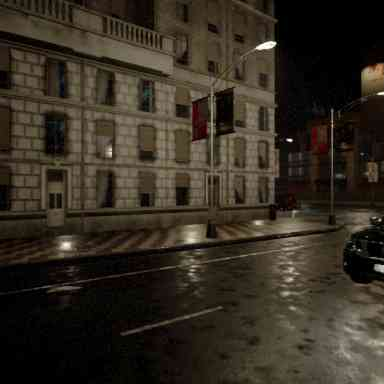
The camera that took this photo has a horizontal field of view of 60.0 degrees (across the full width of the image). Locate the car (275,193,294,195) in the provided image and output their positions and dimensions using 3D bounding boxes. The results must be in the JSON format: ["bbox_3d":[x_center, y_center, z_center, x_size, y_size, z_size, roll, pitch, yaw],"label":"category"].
[{"bbox_3d":[15.353,1.221,57.480,2.150,2.045,5.566,0,0,-37],"label":"car"}]

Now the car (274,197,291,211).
[{"bbox_3d":[9.117,1.600,40.392,1.895,1.301,4.718,0,0,-36],"label":"car"}]

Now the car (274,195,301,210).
[{"bbox_3d":[11.741,1.525,42.731,1.812,1.442,4.674,0,0,-36],"label":"car"}]

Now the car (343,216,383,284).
[{"bbox_3d":[6.160,1.221,8.443,5.566,2.045,2.150,0,0,-35],"label":"car"}]
